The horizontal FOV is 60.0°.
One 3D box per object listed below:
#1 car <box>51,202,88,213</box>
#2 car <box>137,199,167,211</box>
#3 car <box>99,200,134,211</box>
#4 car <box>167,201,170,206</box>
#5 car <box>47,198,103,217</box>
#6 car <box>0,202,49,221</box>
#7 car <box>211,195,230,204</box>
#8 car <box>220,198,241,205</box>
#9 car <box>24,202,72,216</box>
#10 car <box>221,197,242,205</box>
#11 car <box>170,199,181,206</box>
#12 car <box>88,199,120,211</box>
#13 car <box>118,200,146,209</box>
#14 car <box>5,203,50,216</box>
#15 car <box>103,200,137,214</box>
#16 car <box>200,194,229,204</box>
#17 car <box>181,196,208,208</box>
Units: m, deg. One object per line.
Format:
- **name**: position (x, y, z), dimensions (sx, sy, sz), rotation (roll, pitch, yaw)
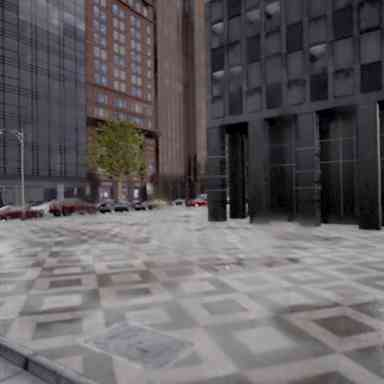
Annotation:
- **car**: position (-15.876, 1.990, 43.395), dimensions (1.802, 1.307, 4.206), rotation (-1, -1, 35)
- **car**: position (-5.661, 1.779, 43.192), dimensions (1.947, 1.339, 4.313), rotation (-1, -1, 35)
- **car**: position (-10.458, 1.861, 46.387), dimensions (1.812, 1.442, 4.674), rotation (-1, -1, 35)
- **car**: position (-6.365, 1.894, 57.180), dimensions (1.752, 1.417, 4.829), rotation (-1, -1, 35)
- **car**: position (-12.069, 1.559, 33.913), dimensions (2.192, 1.841, 5.009), rotation (-1, -1, 35)
- **car**: position (-15.268, 1.845, 29.269), dimensions (1.802, 1.307, 4.206), rotation (-1, -1, 35)
- **car**: position (6.540, 1.649, 75.890), dimensions (2.192, 1.841, 5.009), rotation (-1, -1, 35)
- **car**: position (7.148, 1.737, 61.756), dimensions (1.947, 1.339, 4.313), rotation (-1, -1, 35)
- **car**: position (-16.309, 1.889, 37.917), dimensions (1.812, 1.442, 4.674), rotation (-1, -1, 34)
- **car**: position (8.078, 1.765, 67.626), dimensions (2.033, 1.411, 5.357), rotation (-1, -1, 35)
- **car**: position (-3.065, 1.925, 61.962), dimensions (1.947, 1.339, 4.313), rotation (-1, -1, 35)
- **car**: position (-12.676, 1.833, 48.038), dimensions (1.967, 1.590, 4.097), rotation (-1, -1, 35)
- **car**: position (-9.470, 1.962, 52.679), dimensions (1.802, 1.307, 4.206), rotation (-1, -1, 35)
- **car**: position (-19.079, 1.990, 38.754), dimensions (1.947, 1.339, 4.313), rotation (-1, -1, 35)
- **car**: position (-8.863, 1.794, 38.551), dimensions (1.947, 1.339, 4.313), rotation (-1, -1, 35)
- **car**: position (3.942, 1.495, 57.118), dimensions (2.192, 1.841, 5.009), rotation (-1, -1, 35)
- **car**: position (0.743, 1.734, 52.475), dimensions (1.887, 1.381, 4.507), rotation (-1, -1, 35)
